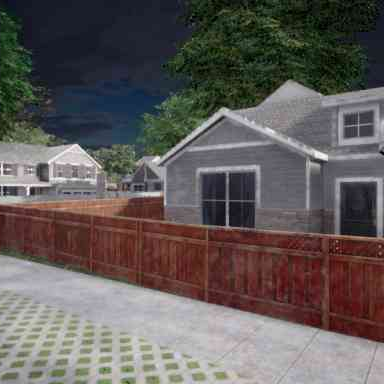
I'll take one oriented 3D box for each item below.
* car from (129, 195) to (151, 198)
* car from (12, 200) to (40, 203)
[{"bbox_3d":[-5.101,1.064,31.250,2.128,1.511,4.902,0,1,35],"label":"car"},{"bbox_3d":[-11.433,1.294,22.297,1.812,1.442,4.674,0,1,35],"label":"car"}]
